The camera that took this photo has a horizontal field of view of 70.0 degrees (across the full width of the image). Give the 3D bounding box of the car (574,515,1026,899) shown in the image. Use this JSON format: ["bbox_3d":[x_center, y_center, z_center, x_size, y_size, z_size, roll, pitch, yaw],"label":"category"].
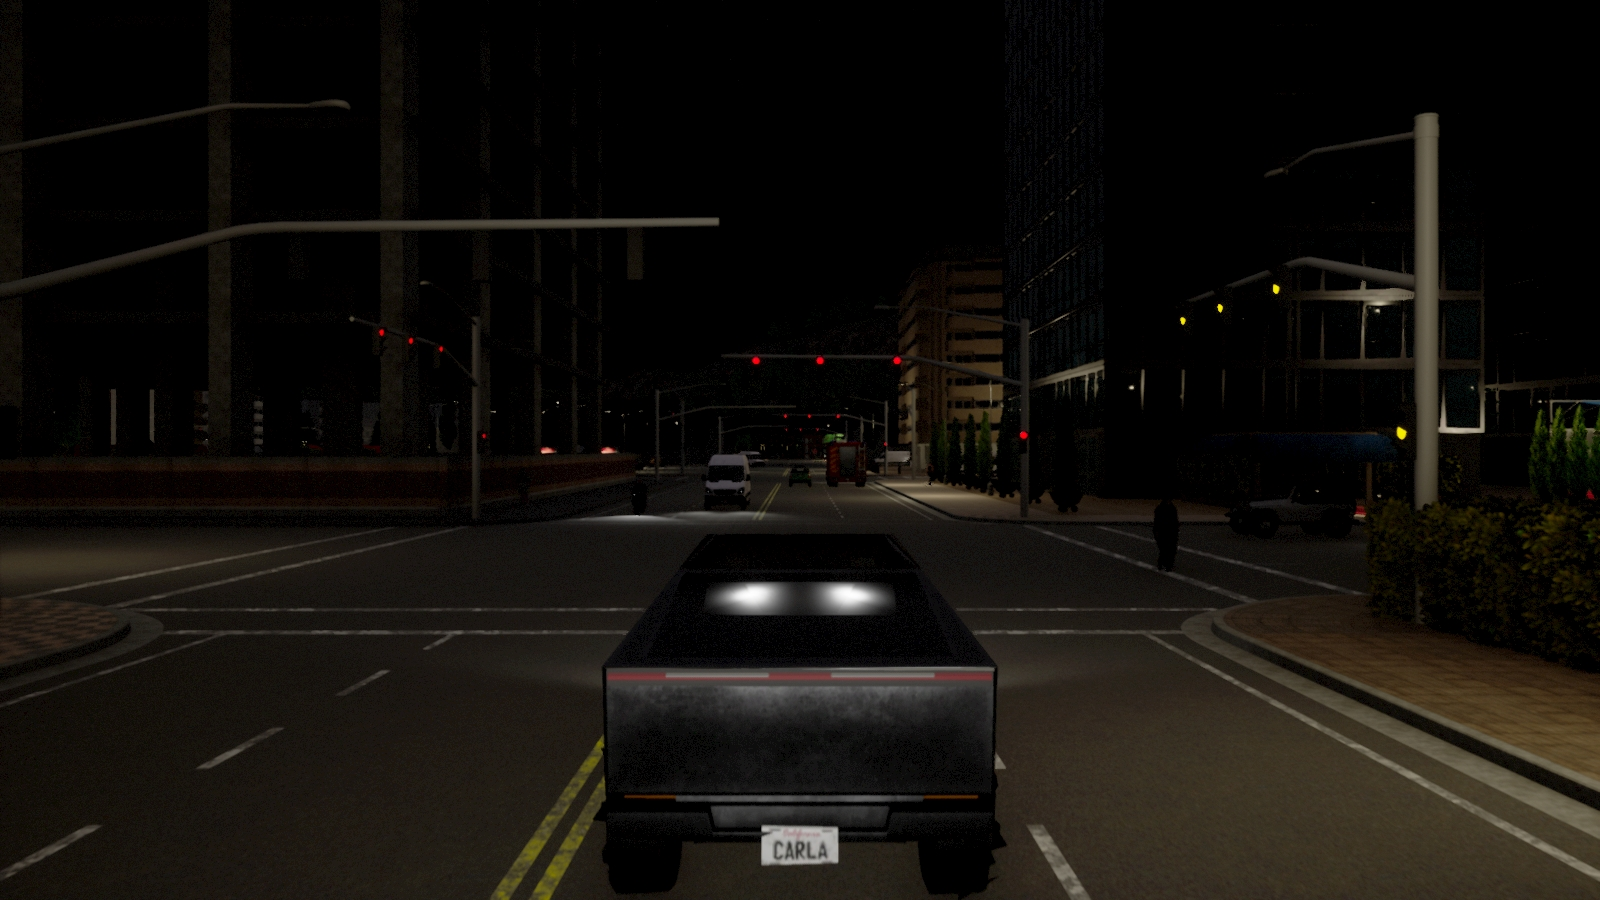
[{"bbox_3d":[0.001,1.750,9.172,2.390,2.098,6.274,0,0,0],"label":"car"}]

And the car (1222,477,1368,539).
[{"bbox_3d":[15.884,1.843,36.777,3.866,1.878,1.905,0,0,0],"label":"car"}]

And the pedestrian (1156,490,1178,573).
[{"bbox_3d":[8.353,1.839,25.986,0.375,1.860,0.375,0,0,0],"label":"pedestrian"}]
